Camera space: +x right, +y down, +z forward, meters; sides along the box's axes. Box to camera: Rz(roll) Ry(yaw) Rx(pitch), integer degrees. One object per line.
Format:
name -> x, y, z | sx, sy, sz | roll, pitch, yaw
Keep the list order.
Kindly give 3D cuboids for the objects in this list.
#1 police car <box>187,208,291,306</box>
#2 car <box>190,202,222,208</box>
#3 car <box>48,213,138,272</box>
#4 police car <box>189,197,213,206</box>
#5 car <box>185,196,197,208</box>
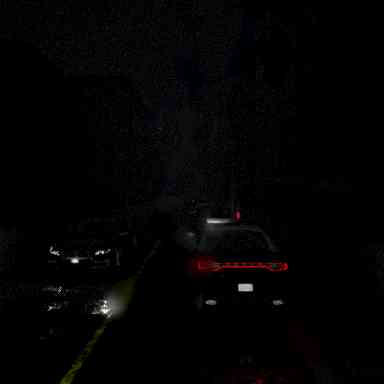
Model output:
police car -> 0.918, 1.425, 8.252 | 1.930, 1.638, 5.238 | 0, 0, 0
car -> 0.941, 1.503, 18.142 | 1.837, 1.490, 4.892 | 0, 0, 0
car -> -2.975, 1.504, 10.899 | 1.837, 1.490, 4.892 | 0, 0, 0
police car -> 0.955, 1.422, 24.252 | 1.930, 1.638, 5.238 | 0, 0, 0
car -> 0.147, 1.345, 47.917 | 2.097, 1.767, 4.553 | 0, 0, 1
